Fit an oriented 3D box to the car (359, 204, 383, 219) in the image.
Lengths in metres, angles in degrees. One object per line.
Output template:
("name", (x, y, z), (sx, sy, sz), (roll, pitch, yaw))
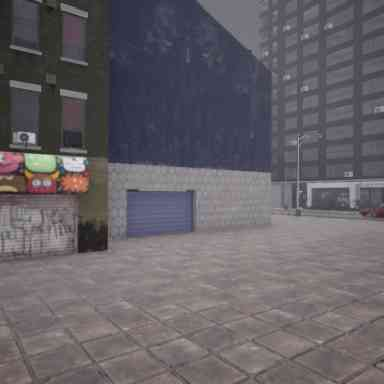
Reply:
("car", (15.862, 1.618, 25.989), (1.895, 1.301, 4.718), (1, 0, -36))
